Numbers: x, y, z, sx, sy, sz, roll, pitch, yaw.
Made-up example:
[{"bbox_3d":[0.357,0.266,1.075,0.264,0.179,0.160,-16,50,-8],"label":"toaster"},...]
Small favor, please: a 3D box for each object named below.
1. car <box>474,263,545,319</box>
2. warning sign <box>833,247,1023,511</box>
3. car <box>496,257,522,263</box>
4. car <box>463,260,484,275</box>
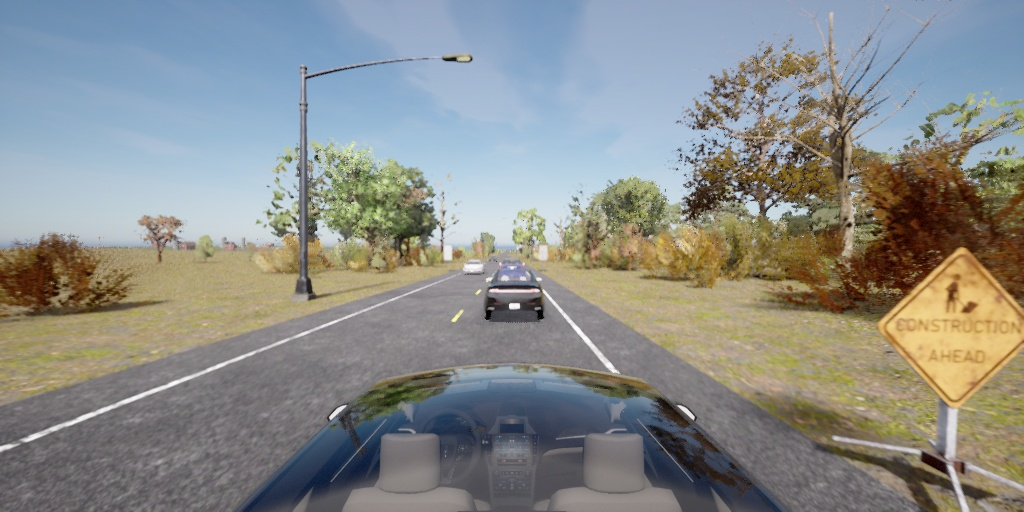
[{"bbox_3d":[0.072,1.190,12.604,2.128,1.511,4.902,0,0,0],"label":"car"},{"bbox_3d":[3.550,0.859,2.945,1.300,1.860,1.060,0,0,0],"label":"warning sign"},{"bbox_3d":[0.005,0.970,29.107,2.097,1.767,4.553,0,0,0],"label":"car"},{"bbox_3d":[-3.723,1.114,35.418,1.812,1.442,4.674,0,0,0],"label":"car"}]
